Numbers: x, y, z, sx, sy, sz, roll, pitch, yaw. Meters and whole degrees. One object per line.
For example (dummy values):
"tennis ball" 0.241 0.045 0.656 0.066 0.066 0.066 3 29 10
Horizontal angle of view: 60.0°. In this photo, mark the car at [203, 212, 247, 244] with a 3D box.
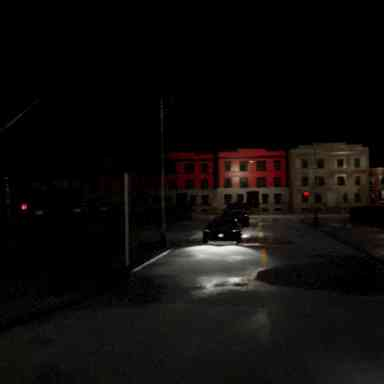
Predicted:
"car" 1.835 2.041 18.630 1.994 1.385 4.181 -1 -2 11

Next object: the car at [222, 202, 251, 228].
"car" 3.941 1.940 29.009 2.150 2.045 5.566 -1 -2 11
